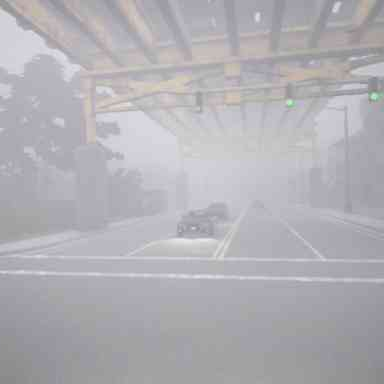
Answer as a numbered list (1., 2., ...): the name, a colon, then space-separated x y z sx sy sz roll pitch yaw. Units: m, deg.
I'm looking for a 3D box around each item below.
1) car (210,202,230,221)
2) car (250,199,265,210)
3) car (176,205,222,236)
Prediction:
1. car: 2.297 1.681 29.630 1.882 1.535 5.008 -1 -1 11
2. car: 9.365 1.717 47.569 1.812 1.442 4.674 -1 -1 10
3. car: 0.393 1.724 19.377 1.994 1.385 4.181 -1 -1 10
